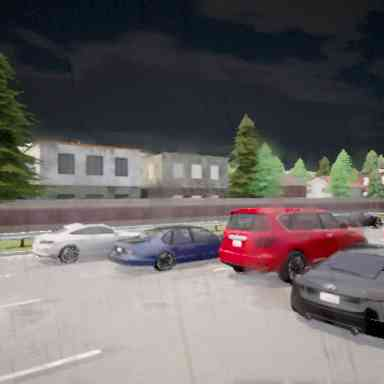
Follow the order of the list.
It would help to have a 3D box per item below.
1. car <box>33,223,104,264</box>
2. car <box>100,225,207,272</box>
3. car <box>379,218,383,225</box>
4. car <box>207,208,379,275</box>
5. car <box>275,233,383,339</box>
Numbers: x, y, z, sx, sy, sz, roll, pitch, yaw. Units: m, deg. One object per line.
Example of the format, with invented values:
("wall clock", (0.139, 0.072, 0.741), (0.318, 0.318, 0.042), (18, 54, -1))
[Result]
("car", (-4.047, 2.008, 13.867), (4.674, 1.442, 1.812), (0, -2, -36))
("car", (-0.311, 1.933, 12.255), (5.357, 1.411, 2.033), (1, -2, -36))
("car", (12.797, 2.185, 26.066), (5.357, 1.411, 2.033), (1, -2, -36))
("car", (3.411, 1.511, 10.644), (5.566, 2.045, 2.150), (1, -2, -36))
("car", (3.894, 1.726, 6.660), (4.181, 1.385, 1.994), (1, -2, -36))
